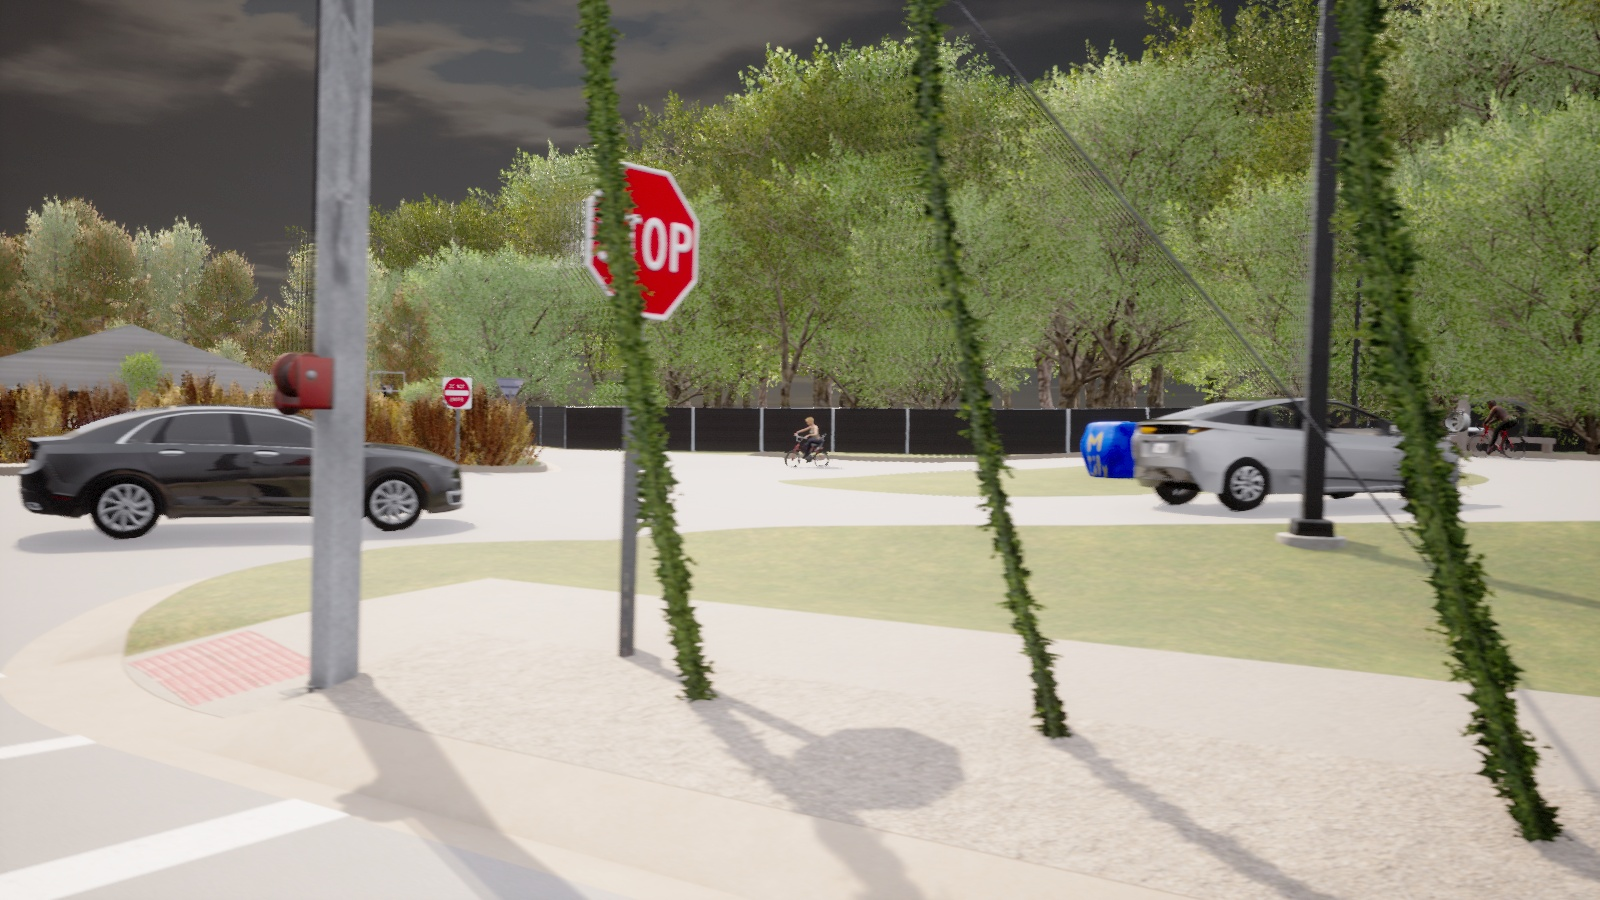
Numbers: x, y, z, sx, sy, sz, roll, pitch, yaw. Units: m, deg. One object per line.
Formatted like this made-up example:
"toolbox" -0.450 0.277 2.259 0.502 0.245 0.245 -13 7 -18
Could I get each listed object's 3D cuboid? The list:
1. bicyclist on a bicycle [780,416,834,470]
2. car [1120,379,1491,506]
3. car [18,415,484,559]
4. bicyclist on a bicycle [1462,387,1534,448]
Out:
"bicyclist on a bicycle" 0.219 -0.238 39.453 1.509 1.612 0.866 -2 5 -20
"car" 7.062 -0.146 17.667 4.514 1.525 2.007 -2 1 -16
"car" -6.520 0.338 15.259 4.892 1.490 1.837 -1 2 -27
"bicyclist on a bicycle" 18.922 -0.877 34.083 0.582 1.620 1.656 -2 2 -29
